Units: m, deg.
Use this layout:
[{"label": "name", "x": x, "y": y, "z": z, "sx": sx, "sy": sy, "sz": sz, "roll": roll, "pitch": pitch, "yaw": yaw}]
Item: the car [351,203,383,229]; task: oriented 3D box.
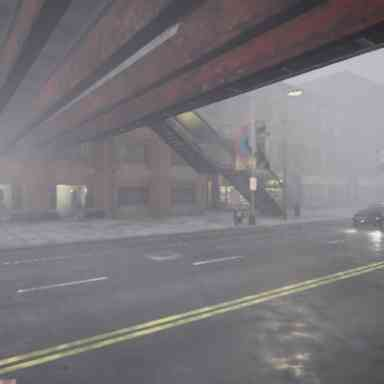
[{"label": "car", "x": 12.278, "y": 1.521, "z": 21.610, "sx": 4.892, "sy": 1.490, "sz": 1.837, "roll": 0, "pitch": 0, "yaw": -36}]
